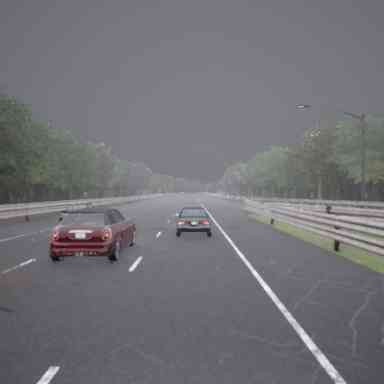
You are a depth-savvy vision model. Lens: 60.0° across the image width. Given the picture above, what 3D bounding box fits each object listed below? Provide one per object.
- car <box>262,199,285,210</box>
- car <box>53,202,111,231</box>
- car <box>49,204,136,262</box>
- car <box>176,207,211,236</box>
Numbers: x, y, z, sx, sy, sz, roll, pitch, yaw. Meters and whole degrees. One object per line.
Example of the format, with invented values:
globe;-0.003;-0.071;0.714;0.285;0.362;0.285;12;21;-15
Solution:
car;10.110;1.594;41.872;1.837;1.490;4.892;0;0;-12
car;-6.912;1.495;21.473;2.128;1.511;4.902;0;0;0
car;-3.406;1.354;12.295;2.097;1.767;4.553;0;0;0
car;0.090;1.550;18.527;2.033;1.411;5.357;0;0;0
